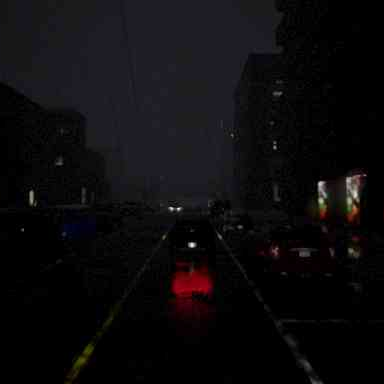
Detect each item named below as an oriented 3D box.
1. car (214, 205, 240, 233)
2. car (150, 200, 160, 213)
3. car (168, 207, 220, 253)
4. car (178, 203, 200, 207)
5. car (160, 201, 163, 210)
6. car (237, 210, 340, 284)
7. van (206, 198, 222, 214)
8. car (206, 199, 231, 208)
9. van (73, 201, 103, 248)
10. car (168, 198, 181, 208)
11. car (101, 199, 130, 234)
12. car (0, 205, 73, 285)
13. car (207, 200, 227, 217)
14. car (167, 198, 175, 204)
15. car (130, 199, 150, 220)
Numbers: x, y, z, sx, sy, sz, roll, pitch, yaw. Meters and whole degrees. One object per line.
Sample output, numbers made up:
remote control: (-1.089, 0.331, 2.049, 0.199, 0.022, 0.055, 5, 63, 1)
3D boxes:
car: (2.715, 1.748, 20.759, 2.008, 1.369, 4.403, 1, -1, 0)
car: (-5.652, 1.839, 42.400, 1.967, 1.590, 4.097, 1, -1, 0)
car: (0.012, 1.645, 14.304, 1.837, 1.490, 4.892, 0, 0, 0)
car: (0.017, 1.876, 29.123, 1.895, 1.301, 4.718, 0, 0, 0)
car: (-5.649, 2.051, 53.213, 2.008, 1.369, 4.403, 1, -1, 0)
car: (2.711, 1.536, 9.947, 1.967, 1.590, 4.097, 1, -1, 0)
van: (2.730, 1.740, 42.389, 1.690, 1.788, 3.998, 1, -1, 0)
car: (2.724, 1.613, 31.575, 2.192, 1.841, 5.009, 1, -1, 0)
van: (-5.664, 1.488, 15.366, 1.690, 1.788, 3.998, 1, -1, 0)
car: (-2.973, 2.133, 60.460, 1.994, 1.385, 4.181, 0, -1, 0)
car: (-5.660, 1.512, 20.773, 2.192, 1.841, 5.009, 1, -1, 0)
car: (-5.666, 1.410, 9.959, 2.192, 1.841, 5.009, 1, -1, 0)
car: (2.725, 1.789, 36.981, 1.967, 1.590, 4.097, 1, -1, 0)
car: (-5.706, 2.396, 91.167, 1.887, 1.381, 4.507, 1, -1, 0)
car: (-5.655, 1.613, 31.587, 2.192, 1.841, 5.009, 1, -1, 0)
